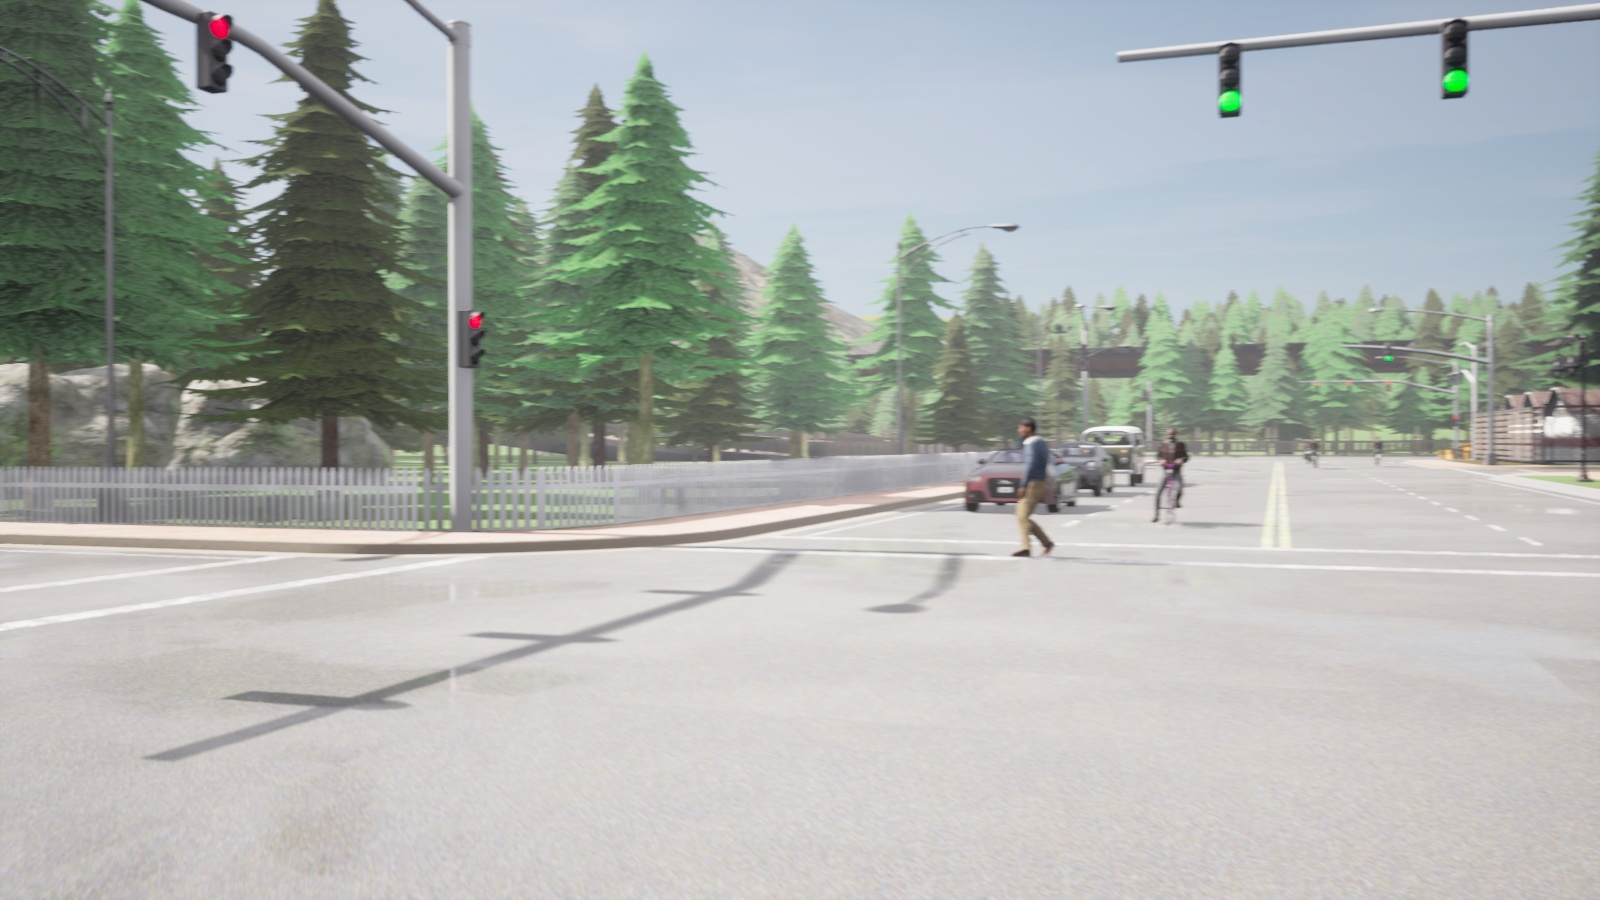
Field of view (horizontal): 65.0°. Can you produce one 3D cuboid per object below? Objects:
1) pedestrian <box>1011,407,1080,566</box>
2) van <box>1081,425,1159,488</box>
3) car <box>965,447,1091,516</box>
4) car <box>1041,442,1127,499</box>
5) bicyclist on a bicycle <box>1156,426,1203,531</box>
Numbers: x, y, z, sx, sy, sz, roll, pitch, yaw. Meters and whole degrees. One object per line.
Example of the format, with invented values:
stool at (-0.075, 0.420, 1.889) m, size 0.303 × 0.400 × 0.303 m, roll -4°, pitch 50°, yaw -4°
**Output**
pedestrian at (3.080, 0.448, 15.750) m, size 0.788 × 1.949 × 0.423 m, roll 0°, pitch 0°, yaw 22°
van at (10.974, 0.202, 42.848) m, size 2.069 × 2.038 × 4.480 m, roll 0°, pitch 0°, yaw 21°
car at (5.123, 0.641, 27.770) m, size 1.994 × 1.385 × 4.181 m, roll 0°, pitch 0°, yaw 21°
car at (7.996, 0.542, 35.175) m, size 1.845 × 1.501 × 3.633 m, roll 0°, pitch 0°, yaw 21°
bicyclist on a bicycle at (6.736, 0.476, 22.249) m, size 0.659 × 1.776 × 1.843 m, roll 0°, pitch 0°, yaw 21°
